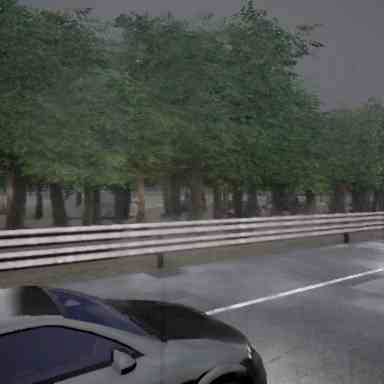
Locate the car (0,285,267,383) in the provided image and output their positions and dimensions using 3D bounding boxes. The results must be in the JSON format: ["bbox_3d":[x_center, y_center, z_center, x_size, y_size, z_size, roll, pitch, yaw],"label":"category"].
[{"bbox_3d":[-1.313,1.565,2.804,4.181,1.385,1.994,1,0,-35],"label":"car"}]
